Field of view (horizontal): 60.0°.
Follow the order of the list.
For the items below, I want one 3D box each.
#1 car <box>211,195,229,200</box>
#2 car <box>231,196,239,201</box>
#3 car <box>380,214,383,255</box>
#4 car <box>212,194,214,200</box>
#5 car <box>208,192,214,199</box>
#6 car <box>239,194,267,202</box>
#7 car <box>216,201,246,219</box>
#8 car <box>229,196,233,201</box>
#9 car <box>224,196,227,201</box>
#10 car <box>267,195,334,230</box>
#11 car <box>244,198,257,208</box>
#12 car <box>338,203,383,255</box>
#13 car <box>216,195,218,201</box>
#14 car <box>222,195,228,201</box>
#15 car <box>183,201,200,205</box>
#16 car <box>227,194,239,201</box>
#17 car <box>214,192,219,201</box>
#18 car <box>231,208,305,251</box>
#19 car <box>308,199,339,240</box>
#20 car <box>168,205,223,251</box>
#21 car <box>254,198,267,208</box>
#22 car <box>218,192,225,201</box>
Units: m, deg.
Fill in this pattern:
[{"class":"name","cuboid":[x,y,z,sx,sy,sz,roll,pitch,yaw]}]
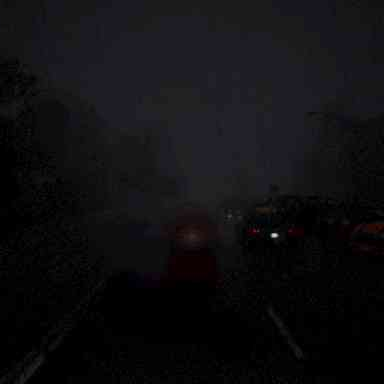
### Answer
[{"class":"car","cuboid":[7.802,1.556,93.216,4.674,1.452,2.002,1,0,-20]},{"class":"car","cuboid":[7.947,1.656,42.170,5.008,1.535,2.097,1,-1,-20]},{"class":"car","cuboid":[8.056,1.491,9.159,4.892,1.521,2.231,1,0,-20]},{"class":"car","cuboid":[7.824,1.665,78.192,4.792,1.488,2.163,1,1,-20]},{"class":"car","cuboid":[7.789,1.569,90.197,4.792,1.488,2.163,1,1,-20]},{"class":"car","cuboid":[7.959,1.334,33.152,5.566,2.045,2.435,1,0,-20]},{"class":"car","cuboid":[2.989,1.665,27.738,1.895,1.301,4.718,0,0,0]},{"class":"car","cuboid":[7.948,1.718,45.170,4.674,1.452,2.002,1,0,-20]},{"class":"car","cuboid":[7.930,1.755,51.170,4.674,1.452,2.002,1,0,-20]},{"class":"car","cuboid":[8.042,1.266,21.182,5.566,2.045,2.435,1,-1,-20]},{"class":"car","cuboid":[7.814,1.559,30.098,5.366,1.575,1.946,1,0,-20]},{"class":"car","cuboid":[8.074,1.368,12.169,4.553,1.767,2.185,1,0,-20]},{"class":"car","cuboid":[7.730,1.723,60.121,5.366,1.575,1.946,1,0,-20]},{"class":"car","cuboid":[7.945,1.751,54.195,4.792,1.488,2.163,1,0,-20]},{"class":"car","cuboid":[-0.010,1.565,29.115,2.128,1.511,4.902,0,0,0]},{"class":"car","cuboid":[7.969,1.571,48.182,4.553,1.767,2.185,1,0,-20]},{"class":"car","cuboid":[7.862,1.465,66.175,5.566,2.045,2.435,1,1,-20]},{"class":"car","cuboid":[3.034,1.573,14.224,1.994,1.385,4.181,0,0,0]},{"class":"car","cuboid":[8.002,1.372,15.155,4.553,1.767,2.185,1,0,-20]},{"class":"car","cuboid":[0.035,1.489,14.117,1.882,1.535,5.008,0,-1,0]},{"class":"car","cuboid":[8.170,1.547,27.233,5.366,1.575,1.946,1,-1,-20]},{"class":"car","cuboid":[7.939,1.477,57.194,5.566,2.045,2.435,1,0,-20]}]
